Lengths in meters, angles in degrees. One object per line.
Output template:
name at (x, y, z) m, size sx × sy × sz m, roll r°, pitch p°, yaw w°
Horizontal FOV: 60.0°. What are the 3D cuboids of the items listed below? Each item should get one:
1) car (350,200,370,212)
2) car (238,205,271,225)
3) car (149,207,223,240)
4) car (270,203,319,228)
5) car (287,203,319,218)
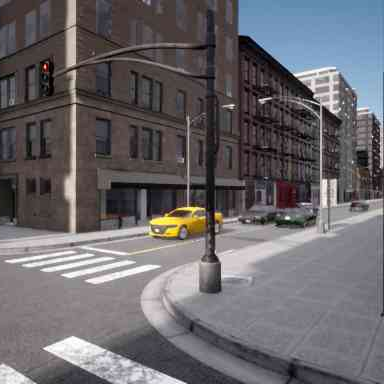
car at (22.681, 1.801, 44.916) m, size 1.837 × 1.490 × 4.892 m, roll 0°, pitch 0°, yaw 35°
car at (5.533, 1.704, 25.949) m, size 2.033 × 1.411 × 5.357 m, roll 0°, pitch 0°, yaw 35°
car at (-0.208, 1.576, 17.891) m, size 1.882 × 1.535 × 5.008 m, roll 0°, pitch 0°, yaw 35°
car at (7.521, 1.718, 23.699) m, size 1.994 × 1.385 × 4.181 m, roll 0°, pitch 0°, yaw 36°
car at (11.521, 1.816, 34.329) m, size 1.895 × 1.301 × 4.718 m, roll 0°, pitch 0°, yaw 36°
